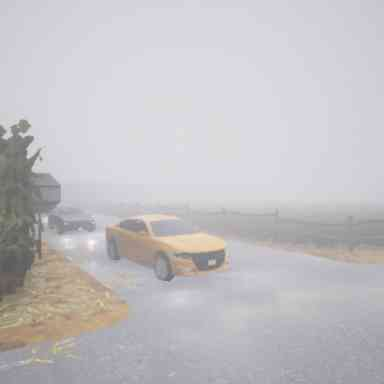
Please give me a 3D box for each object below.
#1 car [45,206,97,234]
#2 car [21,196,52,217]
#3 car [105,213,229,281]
[{"bbox_3d":[-7.178,1.534,19.471,2.033,1.411,5.357,0,0,-32],"label":"car"},{"bbox_3d":[-14.660,1.291,31.195,2.097,1.767,4.553,0,1,-32],"label":"car"},{"bbox_3d":[-0.998,1.465,10.212,1.882,1.535,5.008,0,0,-37],"label":"car"}]
